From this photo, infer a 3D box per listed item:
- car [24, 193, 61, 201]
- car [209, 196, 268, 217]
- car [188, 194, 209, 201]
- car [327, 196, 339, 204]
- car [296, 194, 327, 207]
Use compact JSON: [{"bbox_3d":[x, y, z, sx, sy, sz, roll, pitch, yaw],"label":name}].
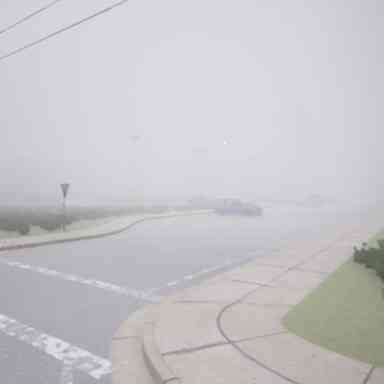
[{"bbox_3d":[-23.903,1.201,53.269,5.566,2.045,2.150,0,0,-43],"label":"car"},{"bbox_3d":[4.402,1.473,31.893,4.611,1.667,2.242,0,0,35],"label":"car"},{"bbox_3d":[1.587,1.296,50.977,4.605,1.855,1.932,0,0,35],"label":"car"},{"bbox_3d":[25.559,1.496,63.088,4.193,1.474,1.816,0,0,35],"label":"car"},{"bbox_3d":[18.289,1.305,51.719,3.866,1.878,1.905,0,0,35],"label":"car"}]
